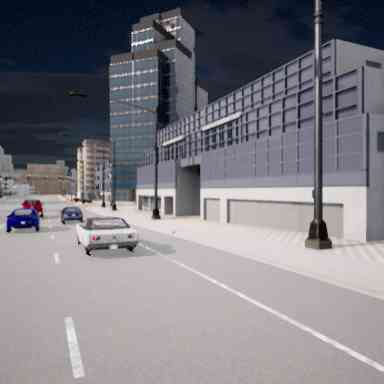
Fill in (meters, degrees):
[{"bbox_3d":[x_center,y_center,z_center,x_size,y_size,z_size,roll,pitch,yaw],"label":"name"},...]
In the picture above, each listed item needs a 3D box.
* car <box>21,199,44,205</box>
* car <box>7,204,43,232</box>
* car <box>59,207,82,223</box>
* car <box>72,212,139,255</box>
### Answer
[{"bbox_3d":[-18.058,1.847,37.679,2.150,2.045,5.566,0,-1,-24],"label":"car"},{"bbox_3d":[-11.711,1.861,23.332,1.882,1.535,5.008,0,-1,-24],"label":"car"},{"bbox_3d":[-11.098,2.054,30.607,2.033,1.411,5.357,0,-1,-24],"label":"car"},{"bbox_3d":[-3.678,1.688,13.826,1.895,1.301,4.718,0,-1,-24],"label":"car"}]
